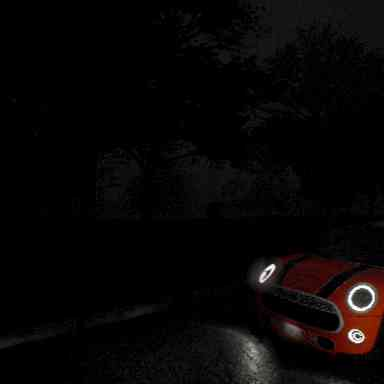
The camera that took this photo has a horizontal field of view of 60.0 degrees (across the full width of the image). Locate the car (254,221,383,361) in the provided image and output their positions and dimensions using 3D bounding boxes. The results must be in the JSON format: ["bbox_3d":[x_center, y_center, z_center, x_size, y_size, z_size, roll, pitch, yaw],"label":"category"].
[{"bbox_3d":[3.243,1.359,5.995,4.553,1.767,2.097,0,0,-35],"label":"car"}]
